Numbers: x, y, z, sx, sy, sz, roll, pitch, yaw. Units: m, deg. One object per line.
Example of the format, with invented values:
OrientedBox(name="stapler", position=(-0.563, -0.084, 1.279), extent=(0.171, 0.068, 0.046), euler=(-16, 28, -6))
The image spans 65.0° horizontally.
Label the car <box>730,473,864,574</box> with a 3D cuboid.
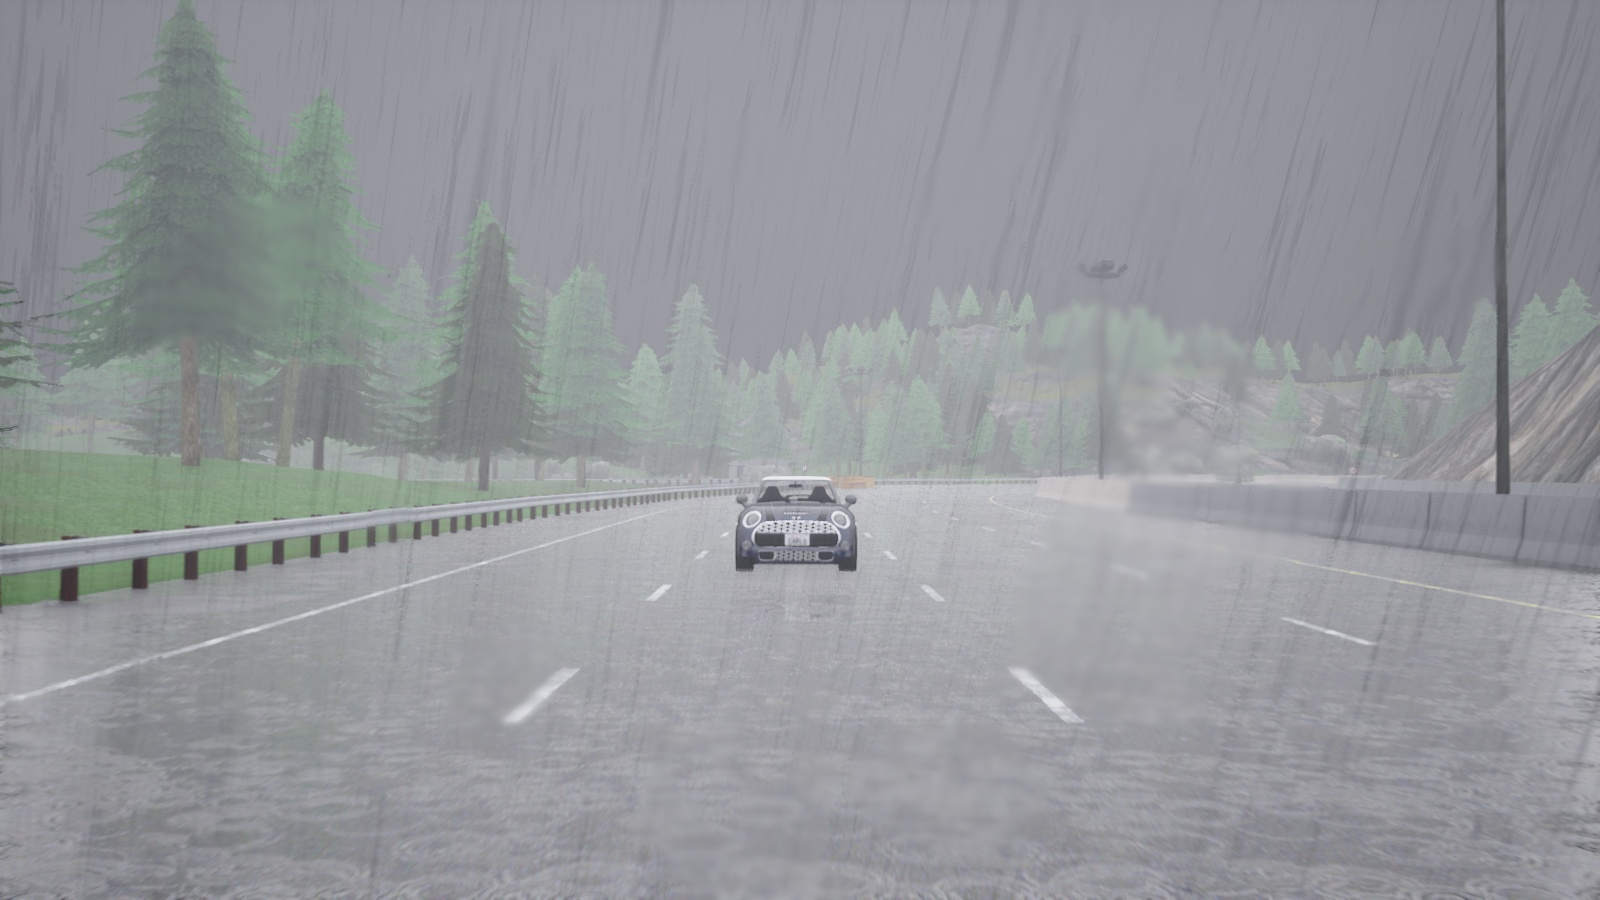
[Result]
OrientedBox(name="car", position=(-0.050, 1.123, 20.502), extent=(1.970, 1.475, 3.806), euler=(0, -1, 0))
